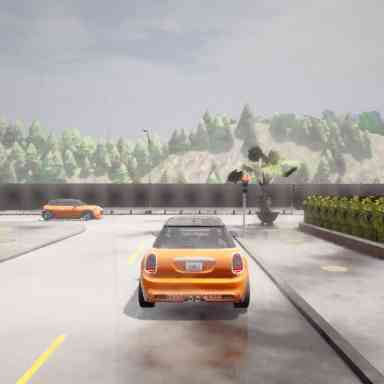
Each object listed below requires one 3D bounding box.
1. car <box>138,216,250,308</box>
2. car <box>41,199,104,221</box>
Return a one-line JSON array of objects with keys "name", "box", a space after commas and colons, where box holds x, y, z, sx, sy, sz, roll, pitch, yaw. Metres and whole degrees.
[{"name": "car", "box": [0.056, 1.352, 8.091, 2.097, 1.767, 4.553, 0, 0, 0]}, {"name": "car", "box": [-9.310, 1.351, 26.251, 4.553, 1.767, 2.097, 0, 0, 0]}]
